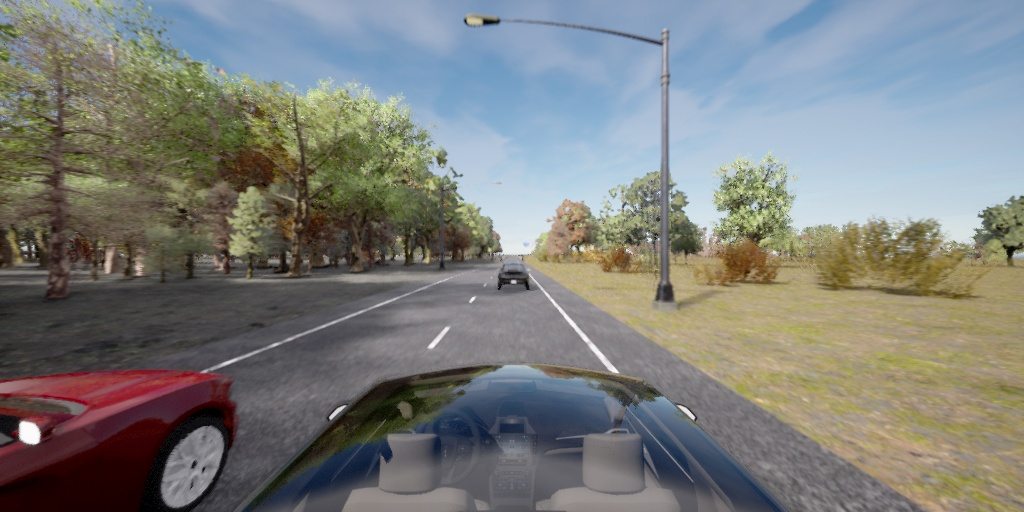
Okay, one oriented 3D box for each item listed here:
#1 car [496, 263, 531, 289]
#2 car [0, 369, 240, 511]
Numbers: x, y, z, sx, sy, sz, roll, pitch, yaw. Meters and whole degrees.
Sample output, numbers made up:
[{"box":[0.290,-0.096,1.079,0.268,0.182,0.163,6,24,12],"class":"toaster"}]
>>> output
[{"box":[0.094,1.164,22.015,1.837,1.490,4.892,0,0,0],"class":"car"},{"box":[-3.399,1.230,1.192,1.882,1.535,5.008,0,0,0],"class":"car"}]
